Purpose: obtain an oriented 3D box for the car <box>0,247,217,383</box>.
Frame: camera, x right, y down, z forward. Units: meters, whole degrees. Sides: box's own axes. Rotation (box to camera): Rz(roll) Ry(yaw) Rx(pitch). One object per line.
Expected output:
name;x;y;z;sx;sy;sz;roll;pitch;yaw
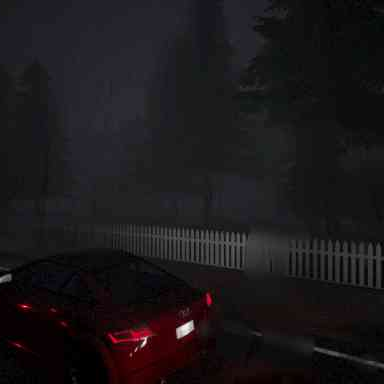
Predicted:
car;-1.727;1.564;5.008;4.181;1.385;1.994;0;0;35
